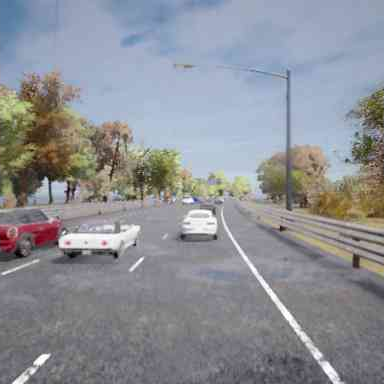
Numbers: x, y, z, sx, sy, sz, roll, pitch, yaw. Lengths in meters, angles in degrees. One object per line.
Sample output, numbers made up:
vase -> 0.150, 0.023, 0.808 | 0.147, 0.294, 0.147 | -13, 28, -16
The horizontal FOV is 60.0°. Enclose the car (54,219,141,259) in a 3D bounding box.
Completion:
car -> -3.327, 1.715, 13.078 | 1.895, 1.301, 4.718 | 0, -1, 3

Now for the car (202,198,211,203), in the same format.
car -> 3.950, 2.264, 89.377 | 2.128, 1.511, 4.902 | 0, -1, 9

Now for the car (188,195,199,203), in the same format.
car -> 0.491, 1.964, 89.912 | 2.150, 2.045, 5.566 | 0, -1, 9

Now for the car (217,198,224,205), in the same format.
car -> 6.048, 2.305, 79.133 | 2.128, 1.511, 4.902 | 0, -1, 8

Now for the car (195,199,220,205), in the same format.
car -> 1.850, 1.865, 39.046 | 2.128, 1.511, 4.902 | 0, 0, 5

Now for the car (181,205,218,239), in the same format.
car -> 0.445, 1.698, 18.354 | 1.812, 1.442, 4.674 | 0, 0, 3

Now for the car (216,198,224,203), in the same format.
car -> 7.478, 2.357, 89.316 | 1.895, 1.301, 4.718 | 0, -1, 9

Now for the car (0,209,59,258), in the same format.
car -> -6.807, 1.462, 13.438 | 2.097, 1.767, 4.553 | 0, -1, 3

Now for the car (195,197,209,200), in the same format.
car -> 2.575, 2.330, 79.568 | 1.994, 1.385, 4.181 | 0, -1, 8

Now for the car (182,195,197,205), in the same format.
car -> -0.948, 1.995, 79.625 | 2.150, 2.045, 5.566 | 0, -1, 8
